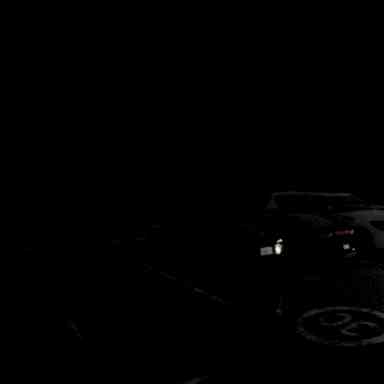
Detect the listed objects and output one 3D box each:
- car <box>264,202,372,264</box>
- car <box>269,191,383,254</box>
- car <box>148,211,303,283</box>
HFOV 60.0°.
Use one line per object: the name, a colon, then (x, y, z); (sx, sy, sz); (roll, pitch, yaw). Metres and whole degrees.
car: (2.804, 1.293, 10.971); (2.097, 1.535, 5.008); (-1, 1, -32)
car: (5.161, 0.997, 12.429); (2.435, 2.045, 5.566); (-1, 1, -32)
car: (0.439, 1.368, 9.519); (2.163, 1.488, 4.792); (-1, 1, -32)
